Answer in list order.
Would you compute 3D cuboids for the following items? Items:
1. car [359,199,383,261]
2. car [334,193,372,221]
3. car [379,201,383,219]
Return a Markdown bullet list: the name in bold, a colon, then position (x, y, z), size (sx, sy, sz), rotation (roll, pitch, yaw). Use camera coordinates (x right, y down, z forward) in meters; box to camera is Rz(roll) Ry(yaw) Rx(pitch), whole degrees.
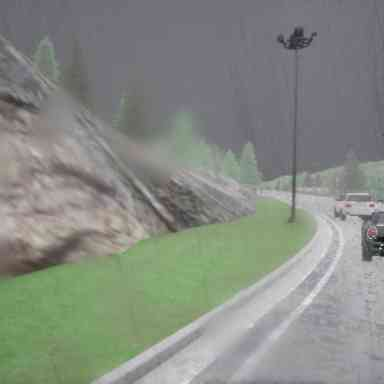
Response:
- **car**: position (7.101, 1.318, 11.596), size (2.097, 1.767, 4.553), rotation (1, 1, 27)
- **car**: position (12.514, 1.103, 25.850), size (2.150, 2.045, 5.566), rotation (1, 1, 16)
- **car**: position (15.868, 1.498, 24.874), size (2.033, 1.411, 5.357), rotation (1, 1, 16)
